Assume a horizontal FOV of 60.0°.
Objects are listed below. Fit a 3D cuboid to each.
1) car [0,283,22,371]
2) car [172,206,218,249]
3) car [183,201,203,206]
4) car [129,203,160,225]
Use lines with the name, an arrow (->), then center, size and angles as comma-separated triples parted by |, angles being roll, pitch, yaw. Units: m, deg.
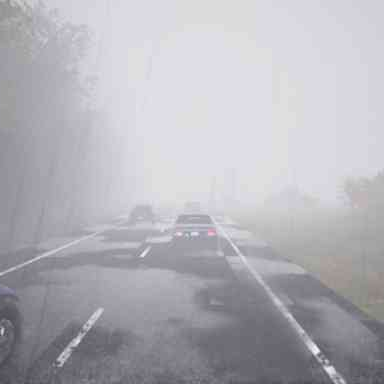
car -> -3.400, 1.355, 2.757 | 2.097, 1.767, 4.553 | 0, 0, 0
car -> 0.099, 1.561, 14.522 | 2.033, 1.411, 5.357 | 0, 0, 0
car -> 0.098, 1.574, 31.234 | 2.033, 1.411, 5.357 | 0, 0, 0
car -> -3.401, 1.547, 24.195 | 1.812, 1.442, 4.674 | 0, 0, 0
